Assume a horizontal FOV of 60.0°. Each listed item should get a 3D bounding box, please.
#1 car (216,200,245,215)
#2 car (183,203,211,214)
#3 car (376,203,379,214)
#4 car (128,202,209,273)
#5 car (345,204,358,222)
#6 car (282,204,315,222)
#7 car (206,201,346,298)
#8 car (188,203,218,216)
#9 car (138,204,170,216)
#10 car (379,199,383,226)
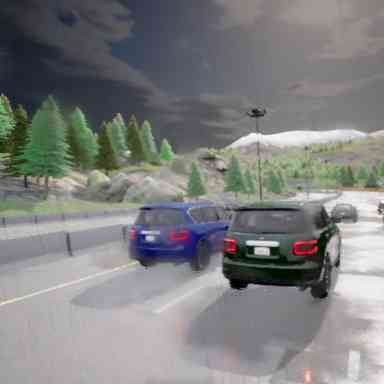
[{"bbox_3d":[5.077,1.996,43.464,2.097,1.767,4.553,-2,-1,29],"label":"car"},{"bbox_3d":[0.839,2.464,50.285,2.033,1.411,5.357,-2,-1,29],"label":"car"},{"bbox_3d":[20.415,1.507,34.712,2.128,1.511,4.902,-2,-1,28],"label":"car"},{"bbox_3d":[0.117,1.377,11.610,2.150,2.045,5.566,-2,-1,28],"label":"car"},{"bbox_3d":[12.509,1.641,27.341,1.994,1.385,4.181,-2,-1,28],"label":"car"},{"bbox_3d":[9.325,1.801,28.802,1.895,1.301,4.718,-2,-1,28],"label":"car"},{"bbox_3d":[2.648,1.254,8.923,2.150,2.045,5.566,-2,-1,28],"label":"car"},{"bbox_3d":[1.520,2.241,44.232,1.882,1.535,5.008,-2,-2,28],"label":"car"},{"bbox_3d":[-5.233,2.483,46.456,1.882,1.535,5.008,-2,-2,28],"label":"car"},{"bbox_3d":[12.339,1.397,19.613,1.882,1.535,5.008,-2,-1,28],"label":"car"}]
